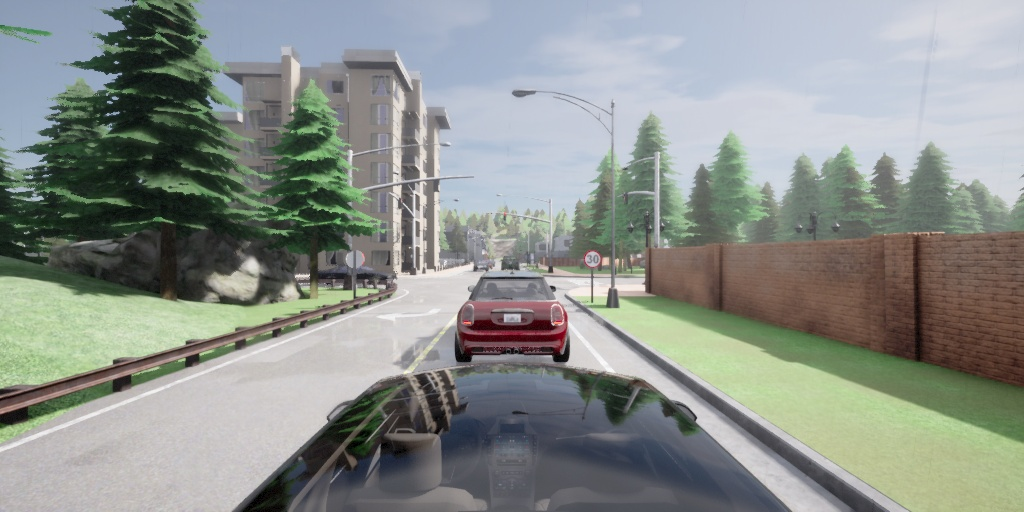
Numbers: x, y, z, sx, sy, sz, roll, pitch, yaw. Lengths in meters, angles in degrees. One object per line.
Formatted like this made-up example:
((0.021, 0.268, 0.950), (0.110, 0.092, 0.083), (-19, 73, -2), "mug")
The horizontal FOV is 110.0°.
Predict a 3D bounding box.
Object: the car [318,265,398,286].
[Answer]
((-10.887, 1.312, 25.101), (5.357, 1.411, 2.033), (0, 0, -2), "car")

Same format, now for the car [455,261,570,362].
((0.005, 1.102, 8.354), (2.097, 1.767, 4.553), (0, 0, 0), "car")

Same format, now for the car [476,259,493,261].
((-3.982, 1.241, 46.675), (2.128, 1.511, 4.902), (0, 0, -1), "car")

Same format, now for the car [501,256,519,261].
((-0.250, 0.971, 45.813), (2.150, 2.045, 5.566), (0, 0, -1), "car")
